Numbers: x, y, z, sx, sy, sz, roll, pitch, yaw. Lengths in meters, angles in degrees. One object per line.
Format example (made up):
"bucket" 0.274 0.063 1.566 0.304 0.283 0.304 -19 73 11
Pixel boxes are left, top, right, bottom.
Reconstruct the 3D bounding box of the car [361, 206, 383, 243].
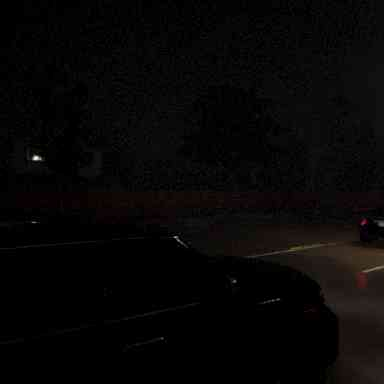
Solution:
"car" 9.485 1.358 14.776 4.553 1.767 2.097 0 0 -35

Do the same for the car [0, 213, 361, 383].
"car" -1.011 1.224 3.019 5.566 2.045 2.150 0 0 -36
